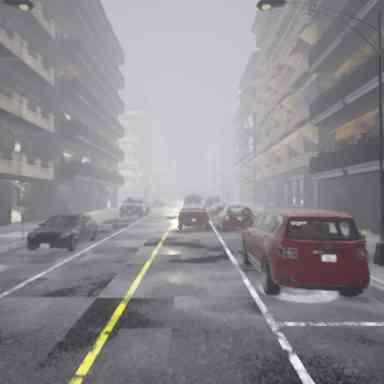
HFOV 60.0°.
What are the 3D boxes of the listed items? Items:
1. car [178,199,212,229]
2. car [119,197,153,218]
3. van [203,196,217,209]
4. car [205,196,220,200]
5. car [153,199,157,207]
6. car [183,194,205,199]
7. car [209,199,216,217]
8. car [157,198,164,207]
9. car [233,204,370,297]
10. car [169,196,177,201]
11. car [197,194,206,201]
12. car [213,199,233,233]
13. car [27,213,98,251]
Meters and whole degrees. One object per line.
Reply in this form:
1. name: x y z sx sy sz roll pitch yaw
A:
1. car: 0.101 1.501 21.897 1.882 1.535 5.008 0 0 0
2. car: -5.292 1.356 30.766 2.192 1.841 5.009 1 0 0
3. van: 2.553 1.429 47.305 1.690 1.788 3.998 1 0 0
4. car: 2.553 1.386 41.773 2.192 1.841 5.009 1 0 0
5. car: -5.298 1.600 36.297 1.887 1.381 4.507 1 0 0
6. car: 0.101 1.287 40.112 2.150 2.045 5.566 0 0 0
7. car: 2.548 1.623 30.710 1.802 1.307 4.206 1 0 0
8. car: -5.299 1.690 52.890 1.802 1.307 4.206 1 0 0
9. car: 2.554 1.321 8.584 2.192 1.841 5.009 1 0 0
10. car: -5.298 1.811 90.970 1.947 1.339 4.313 1 0 0
11. car: 2.587 1.561 91.017 2.192 1.841 5.009 1 0 0
12. car: 2.551 1.460 19.648 1.967 1.590 4.097 1 0 0
13. car: -5.298 1.577 14.176 1.947 1.339 4.313 1 0 0
